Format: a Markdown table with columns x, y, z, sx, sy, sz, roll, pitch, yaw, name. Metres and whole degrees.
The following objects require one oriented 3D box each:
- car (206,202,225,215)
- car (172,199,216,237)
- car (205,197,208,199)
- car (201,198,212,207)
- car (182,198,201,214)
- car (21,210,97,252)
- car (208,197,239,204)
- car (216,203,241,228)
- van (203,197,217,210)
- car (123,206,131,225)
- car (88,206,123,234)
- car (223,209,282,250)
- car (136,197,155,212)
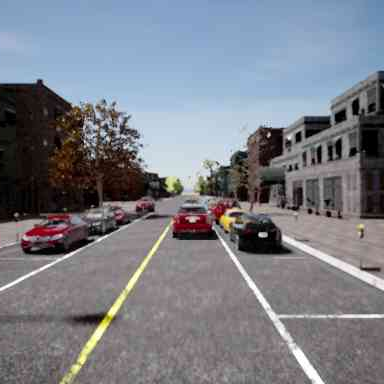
| x | y | z | sx | sy | sz | roll | pitch | yaw | name |
| --- | --- | --- | --- | --- | --- | --- | --- | --- | --- |
| 2.562 | 1.782 | 36.677 | 1.802 | 1.307 | 4.206 | -1 | 0 | 0 | car |
| 0.026 | 1.458 | 18.780 | 2.097 | 1.767 | 4.553 | 0 | 0 | 0 | car |
| 2.540 | 1.758 | 42.395 | 1.752 | 1.417 | 4.829 | -1 | 0 | 0 | car |
| 2.479 | 1.850 | 59.040 | 1.752 | 1.417 | 4.829 | -1 | 0 | 0 | car |
| -0.046 | 1.577 | 39.762 | 2.097 | 1.767 | 4.553 | 0 | 0 | 0 | car |
| -5.737 | 1.680 | 14.451 | 1.802 | 1.307 | 4.206 | -1 | 0 | 0 | car |
| 2.599 | 1.453 | 25.582 | 2.192 | 1.841 | 5.009 | -1 | 0 | 0 | car |
| 2.622 | 1.633 | 20.201 | 1.752 | 1.417 | 4.829 | -1 | 0 | 0 | car |
| 2.518 | 1.603 | 47.774 | 1.690 | 1.788 | 3.998 | -1 | 0 | 0 | van |
| -5.778 | 1.743 | 25.548 | 1.802 | 1.307 | 4.206 | -1 | 0 | 0 | car |
| -5.759 | 1.680 | 19.999 | 2.008 | 1.369 | 4.403 | -1 | 0 | 0 | car |
| 2.643 | 1.641 | 14.484 | 1.947 | 1.339 | 4.313 | -1 | 0 | 0 | car |
| -5.842 | 1.569 | 42.193 | 2.192 | 1.841 | 5.009 | -1 | 0 | 0 | car |
